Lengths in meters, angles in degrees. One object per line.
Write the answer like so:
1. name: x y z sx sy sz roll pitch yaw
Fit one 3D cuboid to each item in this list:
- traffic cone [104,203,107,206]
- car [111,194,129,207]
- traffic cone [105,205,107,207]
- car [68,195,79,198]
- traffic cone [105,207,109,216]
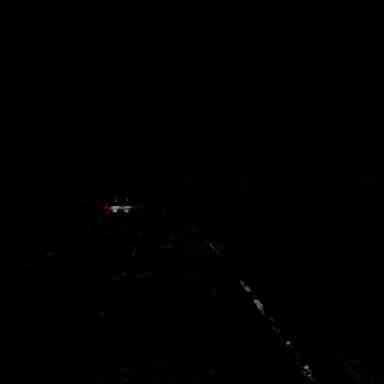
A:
1. traffic cone: -9.756 1.785 38.686 0.340 0.580 0.340 0 0 -16
2. car: -10.398 1.139 48.010 2.097 1.767 4.553 0 0 -20
3. traffic cone: -8.494 1.805 33.942 0.340 0.580 0.340 0 0 -14
4. car: -29.792 1.022 83.487 1.994 1.385 4.181 0 0 -35
5. traffic cone: -7.391 1.826 29.158 0.340 0.580 0.340 0 0 -12
